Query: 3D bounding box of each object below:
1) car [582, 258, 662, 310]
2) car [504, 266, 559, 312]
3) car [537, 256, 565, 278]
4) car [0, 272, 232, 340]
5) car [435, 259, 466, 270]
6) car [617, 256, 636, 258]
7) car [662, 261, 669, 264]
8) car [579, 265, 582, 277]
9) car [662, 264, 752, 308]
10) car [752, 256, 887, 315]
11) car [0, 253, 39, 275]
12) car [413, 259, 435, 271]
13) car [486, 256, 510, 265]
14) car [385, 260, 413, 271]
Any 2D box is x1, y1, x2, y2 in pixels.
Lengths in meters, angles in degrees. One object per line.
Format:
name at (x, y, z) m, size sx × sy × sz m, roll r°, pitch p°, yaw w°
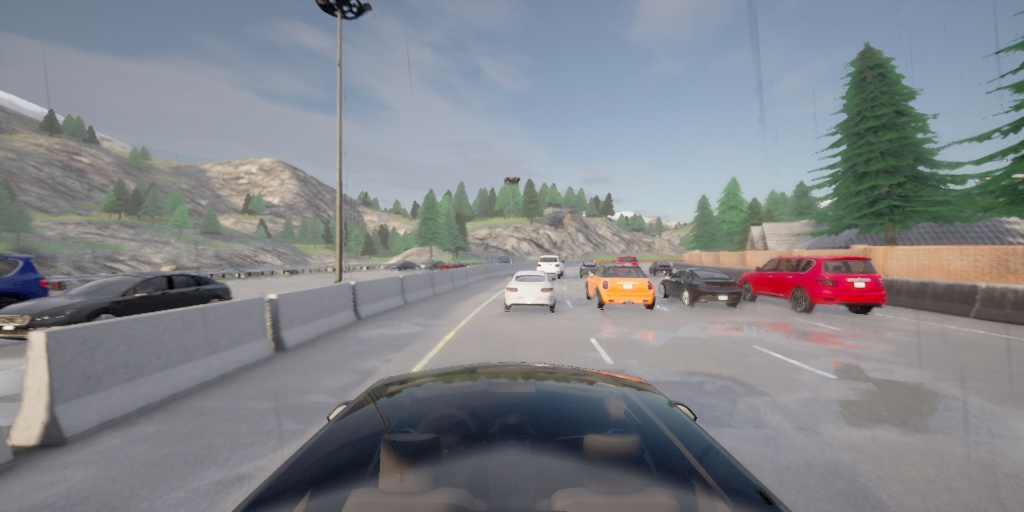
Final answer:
car at (4.357, 1.114, 15.051) m, size 2.097 × 1.767 × 4.553 m, roll 0°, pitch 0°, yaw 5°
car at (0.767, 1.278, 14.211) m, size 1.812 × 1.442 × 4.674 m, roll 0°, pitch 0°, yaw 5°
car at (3.690, 0.983, 33.689) m, size 2.150 × 2.045 × 5.566 m, roll 0°, pitch 0°, yaw 12°
car at (-10.264, 1.228, 9.835) m, size 1.837 × 1.490 × 4.892 m, roll 0°, pitch 0°, yaw 3°
car at (-7.713, 1.332, 46.553) m, size 1.895 × 1.301 × 4.718 m, roll 0°, pitch 0°, yaw 16°
car at (11.283, 1.003, 35.500) m, size 2.150 × 2.045 × 5.566 m, roll 0°, pitch 0°, yaw 13°
car at (15.283, 1.297, 36.973) m, size 1.837 × 1.490 × 4.892 m, roll 0°, pitch 0°, yaw 14°
car at (7.608, 1.263, 35.037) m, size 2.128 × 1.511 × 4.902 m, roll 0°, pitch 0°, yaw 13°
car at (7.897, 1.277, 15.462) m, size 1.837 × 1.490 × 4.892 m, roll 0°, pitch 0°, yaw 5°
car at (11.254, 1.002, 14.028) m, size 2.150 × 2.045 × 5.566 m, roll 0°, pitch 0°, yaw 5°
car at (-13.897, 0.935, 7.553) m, size 2.150 × 2.045 × 5.566 m, roll 0°, pitch 0°, yaw 2°
car at (-10.771, 1.216, 48.460) m, size 2.128 × 1.511 × 4.902 m, roll 0°, pitch 0°, yaw 17°
car at (-1.935, 0.969, 53.303) m, size 2.150 × 2.045 × 5.566 m, roll 0°, pitch 0°, yaw 19°
car at (-14.627, 1.260, 47.756) m, size 2.033 × 1.411 × 5.357 m, roll 0°, pitch 0°, yaw 15°
